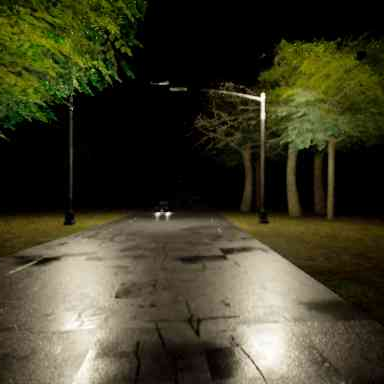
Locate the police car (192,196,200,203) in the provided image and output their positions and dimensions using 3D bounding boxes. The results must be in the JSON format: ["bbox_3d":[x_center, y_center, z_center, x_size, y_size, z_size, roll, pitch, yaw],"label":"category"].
[{"bbox_3d":[0.981,1.786,80.466,1.930,1.638,5.238,0,0,0],"label":"police car"}]

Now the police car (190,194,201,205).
[{"bbox_3d":[1.012,1.785,70.460,1.930,1.638,5.238,0,0,0],"label":"police car"}]

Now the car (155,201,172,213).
[{"bbox_3d":[-3.612,1.838,42.501,2.033,1.411,5.357,0,0,0],"label":"car"}]
